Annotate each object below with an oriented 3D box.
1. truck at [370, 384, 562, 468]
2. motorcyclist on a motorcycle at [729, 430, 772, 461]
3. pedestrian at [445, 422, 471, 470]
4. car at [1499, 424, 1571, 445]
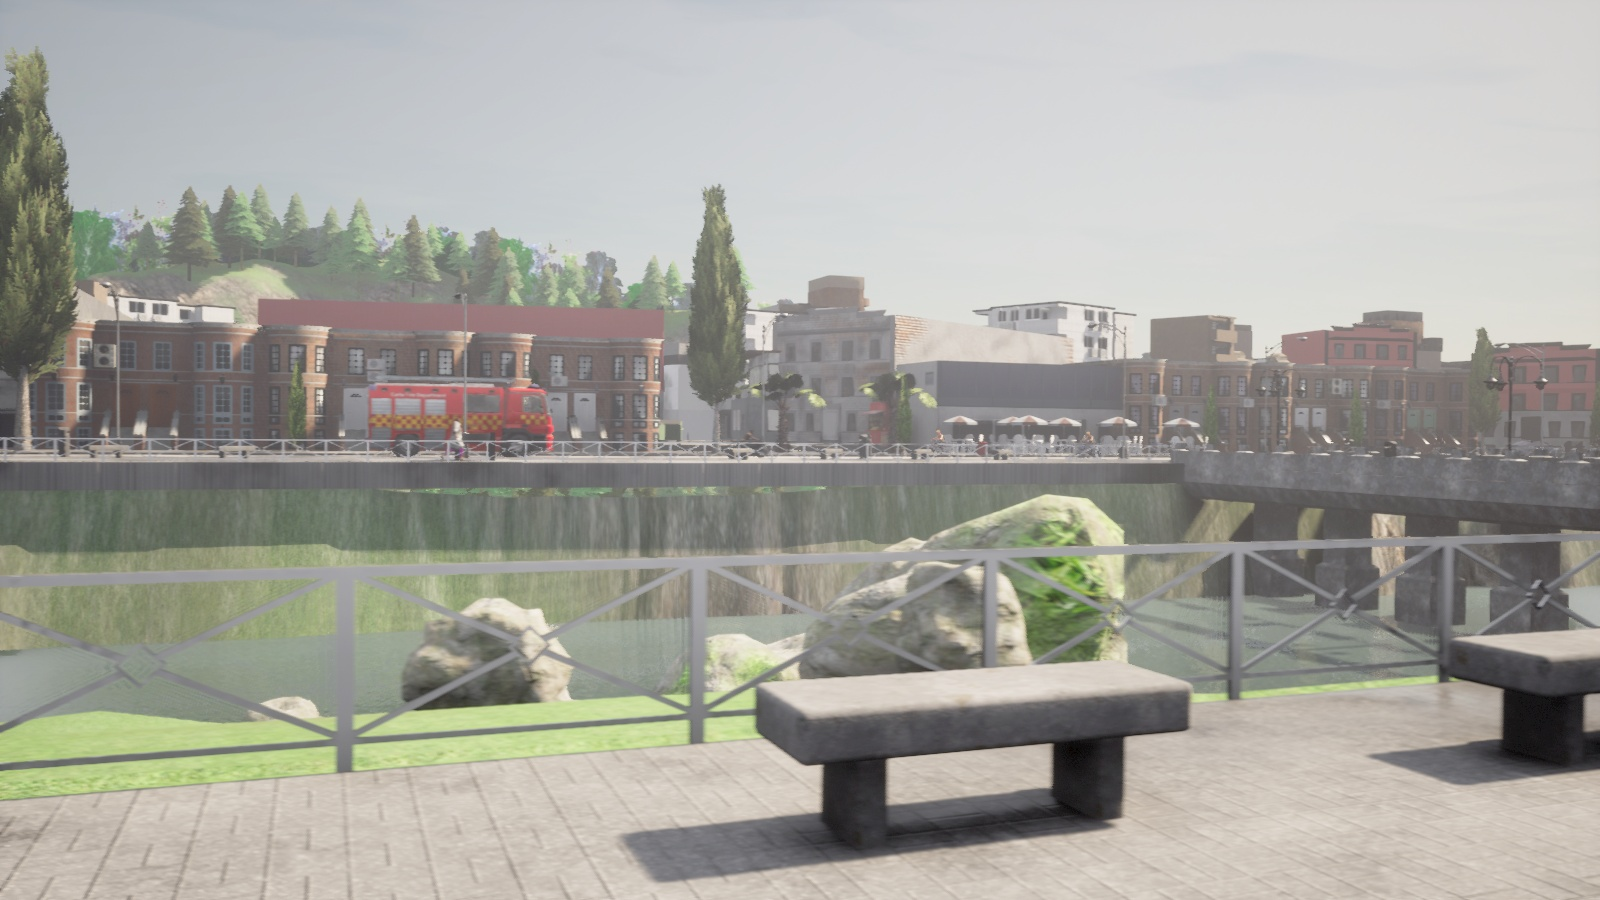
[{"bbox_3d":[-15.799,-1.163,59.440,8.468,3.827,2.891,-1,1,-21],"label":"truck"},{"bbox_3d":[-2.540,-0.242,64.492,2.044,1.523,0.797,-1,1,-21],"label":"motorcyclist on a motorcycle"},{"bbox_3d":[-13.912,-0.172,51.024,0.873,1.952,0.659,-1,1,-26],"label":"pedestrian"},{"bbox_3d":[49.246,-1.040,84.171,4.181,1.385,1.994,-1,1,-21],"label":"car"}]
